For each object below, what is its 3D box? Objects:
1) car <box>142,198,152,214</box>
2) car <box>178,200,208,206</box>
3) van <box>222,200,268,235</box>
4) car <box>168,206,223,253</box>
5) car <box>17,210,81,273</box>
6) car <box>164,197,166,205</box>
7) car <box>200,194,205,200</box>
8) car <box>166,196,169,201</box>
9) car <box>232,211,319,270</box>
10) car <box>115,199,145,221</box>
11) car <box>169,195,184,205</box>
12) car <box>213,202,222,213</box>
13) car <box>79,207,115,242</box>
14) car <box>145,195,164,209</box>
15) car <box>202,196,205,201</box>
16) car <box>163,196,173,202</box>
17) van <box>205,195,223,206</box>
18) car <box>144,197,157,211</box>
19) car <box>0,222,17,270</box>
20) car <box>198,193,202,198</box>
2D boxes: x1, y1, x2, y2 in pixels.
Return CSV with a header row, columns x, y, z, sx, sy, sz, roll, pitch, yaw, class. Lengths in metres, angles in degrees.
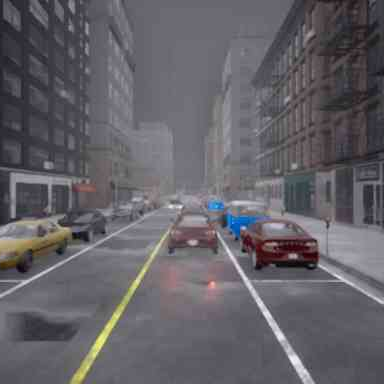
x,y,z,sx,sy,sz,roll,pitch,yaw,class
-5.371,1.556,32.562,1.947,1.339,4.313,0,0,0,car
0.054,1.593,27.292,1.895,1.301,4.718,0,0,1,car
2.645,1.338,16.330,1.690,1.788,3.998,0,0,0,van
0.058,1.523,13.517,1.812,1.442,4.674,0,0,1,car
-5.383,1.524,10.754,1.752,1.417,4.829,0,0,0,car
-5.363,1.424,48.790,1.967,1.590,4.097,0,0,0,car
2.662,1.424,48.786,1.967,1.590,4.097,0,0,0,car
-5.360,1.422,54.200,1.967,1.590,4.097,0,0,0,car
2.642,1.543,10.920,1.887,1.381,4.507,0,0,0,car
-5.374,1.544,27.153,2.008,1.369,4.403,0,0,0,car
-2.780,1.582,57.309,1.895,1.301,4.718,0,0,1,car
2.648,1.561,21.739,1.947,1.339,4.313,0,0,0,car
-5.380,1.563,16.333,1.947,1.339,4.313,0,0,0,car
-5.366,1.301,43.381,2.192,1.841,5.009,0,0,0,car
2.660,1.511,43.547,1.752,1.417,4.829,0,0,0,car
-5.349,1.526,75.837,2.008,1.369,4.403,0,0,0,car
2.657,1.329,37.967,1.690,1.788,3.998,0,0,0,van
-5.368,1.570,37.972,1.802,1.307,4.206,0,0,0,car
-5.386,1.315,5.514,2.192,1.841,5.009,0,0,0,car
2.782,1.330,63.678,2.097,1.767,4.553,0,0,0,car
